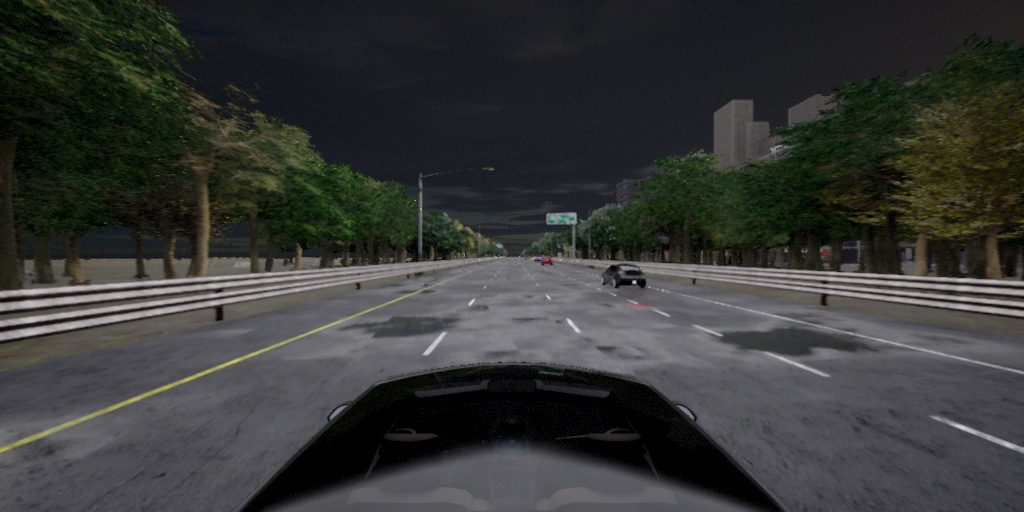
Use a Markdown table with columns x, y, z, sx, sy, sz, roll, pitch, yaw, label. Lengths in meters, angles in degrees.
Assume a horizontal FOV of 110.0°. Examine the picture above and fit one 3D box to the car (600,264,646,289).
| x | y | z | sx | sy | sz | roll | pitch | yaw | label |
| --- | --- | --- | --- | --- | --- | --- | --- | --- | --- |
| 7.024 | 1.263 | 22.986 | 1.837 | 1.490 | 4.892 | 0 | 0 | 0 | car |
